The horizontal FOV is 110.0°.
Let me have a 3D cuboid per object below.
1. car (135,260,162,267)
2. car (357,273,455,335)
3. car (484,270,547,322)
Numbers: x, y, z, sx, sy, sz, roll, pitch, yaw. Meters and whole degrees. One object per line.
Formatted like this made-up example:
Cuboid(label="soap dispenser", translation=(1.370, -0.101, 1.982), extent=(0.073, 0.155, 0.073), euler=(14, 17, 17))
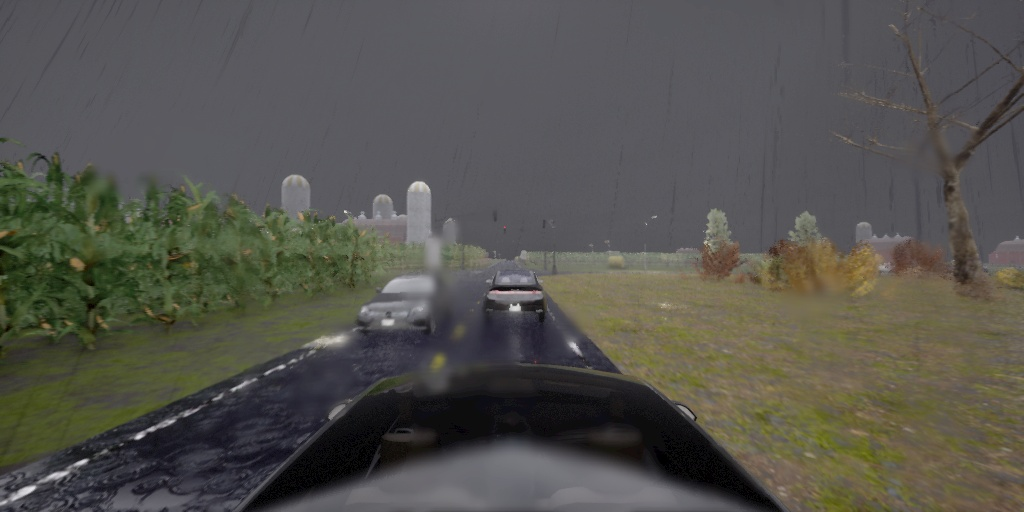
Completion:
Cuboid(label="car", translation=(-39.654, 0.850, 39.844), extent=(4.902, 1.511, 2.128), euler=(0, -1, -3))
Cuboid(label="car", translation=(-2.845, 1.264, 10.571), extent=(1.812, 1.442, 4.674), euler=(0, 0, 0))
Cuboid(label="car", translation=(0.096, 1.228, 12.241), extent=(2.128, 1.511, 4.902), euler=(0, 0, 0))
